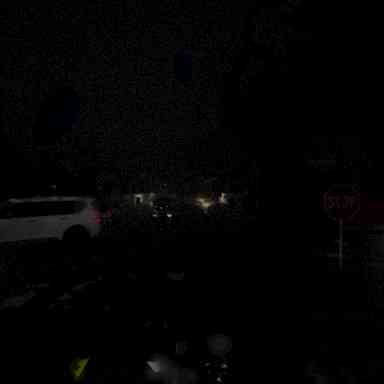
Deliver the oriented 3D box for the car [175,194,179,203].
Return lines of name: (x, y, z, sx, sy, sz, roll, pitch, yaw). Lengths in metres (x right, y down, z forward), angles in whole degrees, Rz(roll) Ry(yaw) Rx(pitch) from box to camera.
car: (-3.312, 1.111, 58.398, 1.812, 1.442, 4.674, 0, 0, -1)

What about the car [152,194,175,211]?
car: (-3.090, 1.267, 35.265, 1.837, 1.490, 4.892, 0, 2, -1)

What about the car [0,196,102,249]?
car: (-6.317, 1.204, 12.843, 5.566, 2.045, 2.150, 0, 3, -38)
